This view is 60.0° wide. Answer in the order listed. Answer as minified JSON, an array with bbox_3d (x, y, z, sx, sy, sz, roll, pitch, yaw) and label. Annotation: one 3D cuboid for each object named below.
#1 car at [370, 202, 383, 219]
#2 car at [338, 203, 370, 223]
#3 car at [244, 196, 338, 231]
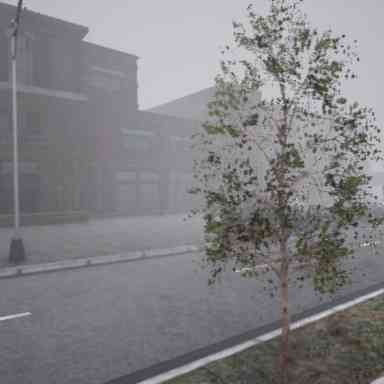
[{"bbox_3d":[14.087,1.655,28.212,2.231,1.521,4.892,1,-1,-42],"label":"car"},{"bbox_3d":[9.920,1.609,24.488,2.163,1.488,4.792,1,-1,-40],"label":"car"},{"bbox_3d":[5.749,1.272,20.960,2.435,2.045,5.566,0,-1,-39],"label":"car"}]
